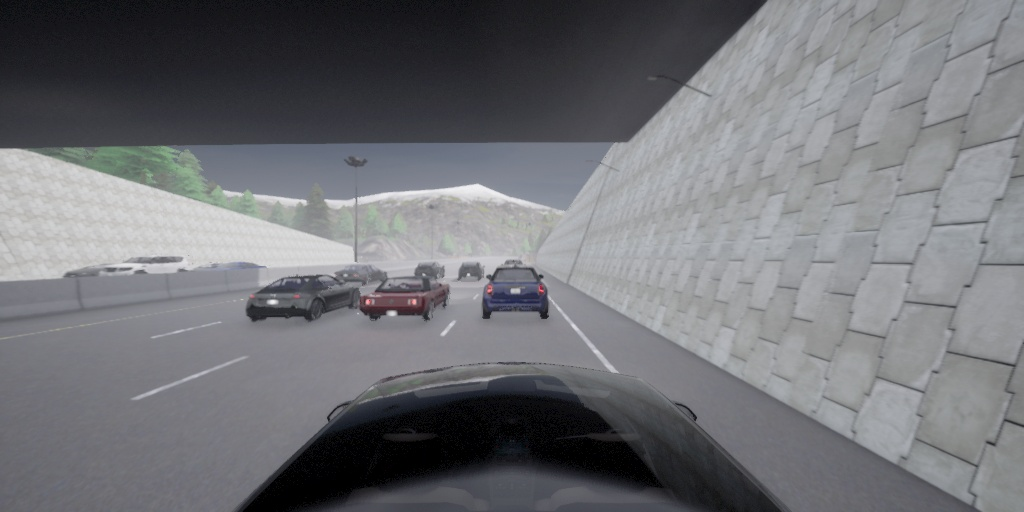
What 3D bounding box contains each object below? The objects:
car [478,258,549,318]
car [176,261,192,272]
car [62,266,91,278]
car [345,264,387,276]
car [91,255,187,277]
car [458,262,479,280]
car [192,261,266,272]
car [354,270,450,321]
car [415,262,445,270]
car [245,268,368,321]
[{"bbox_3d":[0.108,1.082,13.052,2.097,1.767,4.553,0,0,0],"label":"car"},{"bbox_3d":[-24.570,1.266,29.546,1.994,1.385,4.181,0,0,0],"label":"car"},{"bbox_3d":[-31.572,1.269,27.721,1.994,1.385,4.181,0,0,0],"label":"car"},{"bbox_3d":[-10.380,1.257,24.879,2.033,1.411,5.357,0,0,0],"label":"car"},{"bbox_3d":[-28.075,0.926,27.785,2.150,2.045,5.566,0,0,0],"label":"car"},{"bbox_3d":[-3.374,1.205,30.331,1.837,1.490,4.892,0,0,0],"label":"car"},{"bbox_3d":[-21.075,1.183,27.366,1.882,1.535,5.008,0,0,0],"label":"car"},{"bbox_3d":[-3.393,1.332,12.371,1.895,1.301,4.718,0,0,0],"label":"car"},{"bbox_3d":[-6.874,1.205,30.322,1.837,1.490,4.892,0,0,0],"label":"car"},{"bbox_3d":[-6.892,1.296,12.337,1.994,1.385,4.181,0,0,0],"label":"car"}]
